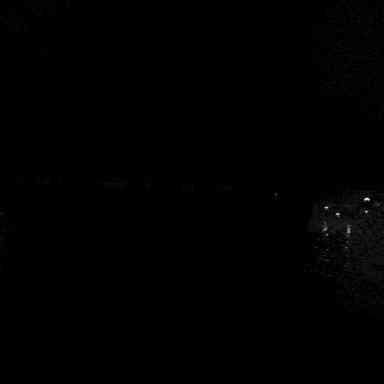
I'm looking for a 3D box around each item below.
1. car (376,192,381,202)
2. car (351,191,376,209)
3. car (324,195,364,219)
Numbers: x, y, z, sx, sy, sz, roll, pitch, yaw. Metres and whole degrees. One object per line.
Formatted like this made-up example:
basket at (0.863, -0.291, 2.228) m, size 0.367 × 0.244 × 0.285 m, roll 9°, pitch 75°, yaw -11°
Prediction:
car at (25.892, 0.649, 47.582) m, size 1.994 × 1.385 × 4.181 m, roll 3°, pitch 2°, yaw 32°
car at (16.685, 0.689, 33.061) m, size 2.097 × 1.767 × 4.553 m, roll 3°, pitch 2°, yaw 32°
car at (10.722, 1.095, 23.602) m, size 1.895 × 1.301 × 4.718 m, roll 3°, pitch 2°, yaw 32°
